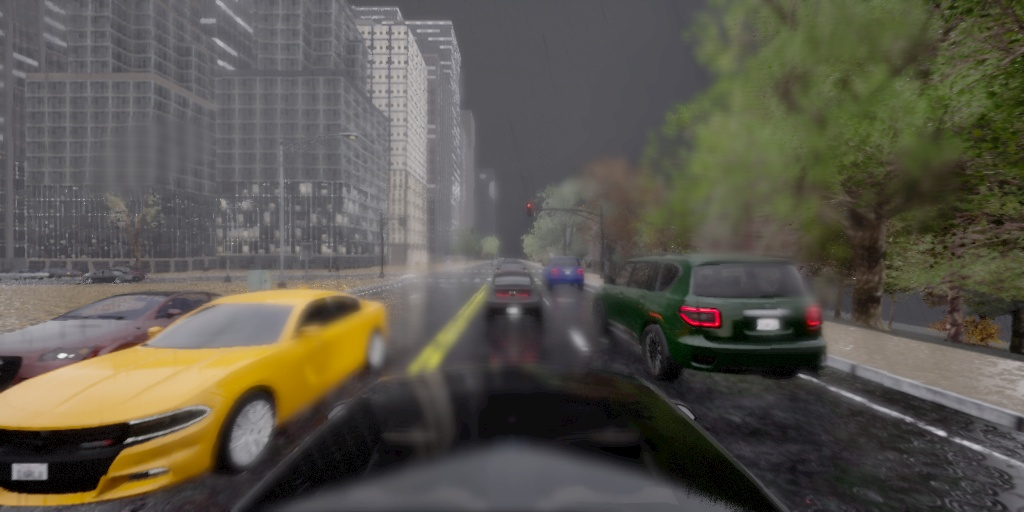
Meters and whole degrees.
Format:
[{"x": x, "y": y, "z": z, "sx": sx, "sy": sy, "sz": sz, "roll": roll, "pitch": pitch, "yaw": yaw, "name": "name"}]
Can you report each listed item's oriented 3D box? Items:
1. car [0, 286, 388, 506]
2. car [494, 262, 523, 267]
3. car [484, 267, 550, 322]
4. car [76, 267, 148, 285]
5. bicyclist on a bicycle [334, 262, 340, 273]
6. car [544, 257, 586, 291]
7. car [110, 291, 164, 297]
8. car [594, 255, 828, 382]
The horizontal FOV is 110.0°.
[{"x": -3.351, "y": 1.249, "z": 4.991, "sx": 1.882, "sy": 1.535, "sz": 5.008, "roll": 0, "pitch": -1, "yaw": 0, "name": "car"}, {"x": 0.070, "y": 1.258, "z": 25.240, "sx": 2.097, "sy": 1.767, "sz": 4.553, "roll": 0, "pitch": 0, "yaw": 0, "name": "car"}, {"x": 0.081, "y": 1.327, "z": 12.619, "sx": 1.837, "sy": 1.490, "sz": 4.892, "roll": 0, "pitch": 0, "yaw": 0, "name": "car"}, {"x": -40.748, "y": 2.143, "z": 36.646, "sx": 4.892, "sy": 1.490, "sz": 1.837, "roll": -1, "pitch": 0, "yaw": 0, "name": "car"}, {"x": -24.668, "y": 1.656, "z": 50.657, "sx": 0.582, "sy": 1.620, "sz": 1.656, "roll": -1, "pitch": 0, "yaw": 0, "name": "bicyclist on a bicycle"}, {"x": 3.307, "y": 1.112, "z": 23.082, "sx": 2.150, "sy": 2.045, "sz": 5.566, "roll": 0, "pitch": 0, "yaw": 1, "name": "car"}, {"x": -6.600, "y": 1.346, "z": 6.514, "sx": 1.994, "sy": 1.385, "sz": 4.181, "roll": 0, "pitch": 0, "yaw": 0, "name": "car"}, {"x": 3.331, "y": 1.009, "z": 7.386, "sx": 2.150, "sy": 2.045, "sz": 5.566, "roll": 0, "pitch": 0, "yaw": -1, "name": "car"}]
